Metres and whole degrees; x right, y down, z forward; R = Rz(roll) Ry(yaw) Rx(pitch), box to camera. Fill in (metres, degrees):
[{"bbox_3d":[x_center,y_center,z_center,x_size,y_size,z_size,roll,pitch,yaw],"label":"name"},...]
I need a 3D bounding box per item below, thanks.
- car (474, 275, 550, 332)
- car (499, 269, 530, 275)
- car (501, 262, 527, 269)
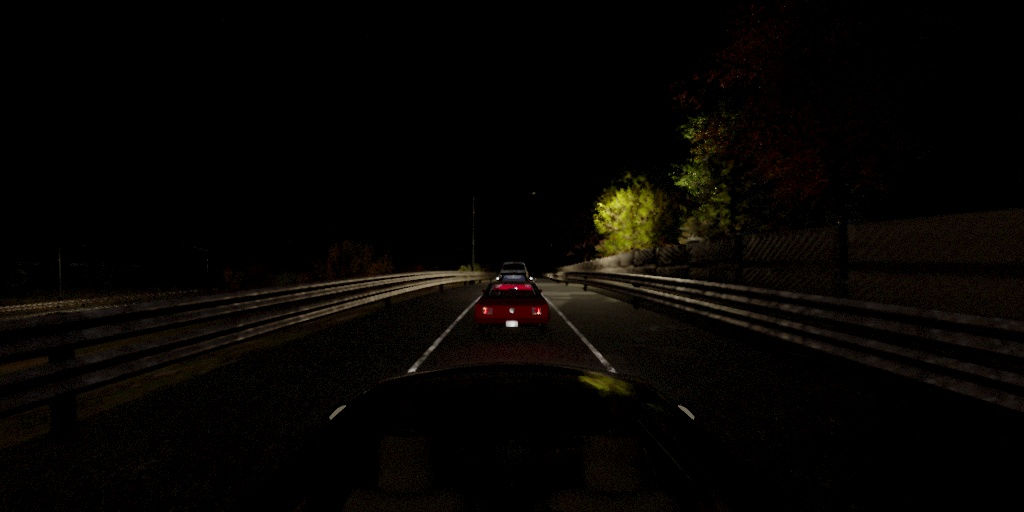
[{"bbox_3d":[0.004,1.406,11.009,1.895,1.301,4.718,0,-1,0],"label":"car"},{"bbox_3d":[0.121,1.516,18.013,1.994,1.385,4.181,0,-2,1],"label":"car"},{"bbox_3d":[0.181,1.526,27.631,2.150,2.045,5.566,0,-3,1],"label":"car"}]
